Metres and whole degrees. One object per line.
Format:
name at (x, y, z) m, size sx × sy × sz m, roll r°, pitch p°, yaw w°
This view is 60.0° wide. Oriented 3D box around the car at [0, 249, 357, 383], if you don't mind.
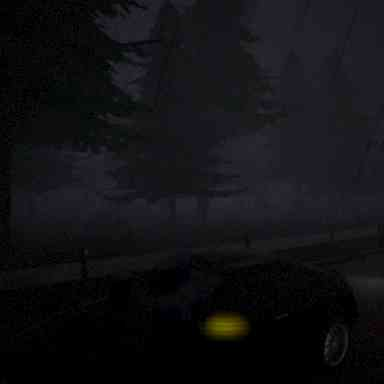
car at (0.251, 1.527, 4.165) m, size 4.674 × 1.442 × 1.812 m, roll 0°, pitch 0°, yaw -35°
